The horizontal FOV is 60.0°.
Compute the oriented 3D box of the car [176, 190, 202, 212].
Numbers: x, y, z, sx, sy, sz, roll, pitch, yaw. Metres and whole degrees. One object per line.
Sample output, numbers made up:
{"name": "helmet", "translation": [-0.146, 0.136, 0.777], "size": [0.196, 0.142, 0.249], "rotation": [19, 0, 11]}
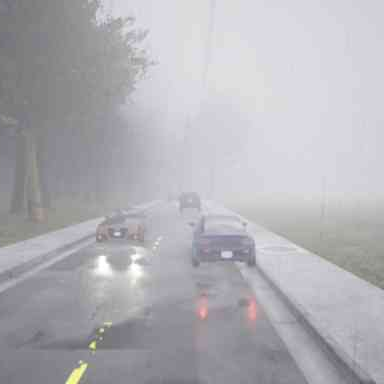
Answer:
{"name": "car", "translation": [-0.161, 0.951, 34.375], "size": [2.150, 2.045, 5.566], "rotation": [0, 1, 0]}

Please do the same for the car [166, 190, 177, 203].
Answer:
{"name": "car", "translation": [-3.171, 0.768, 57.372], "size": [2.150, 2.045, 5.566], "rotation": [0, 0, 0]}

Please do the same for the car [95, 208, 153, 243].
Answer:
{"name": "car", "translation": [-2.942, 1.443, 15.102], "size": [1.994, 1.385, 4.181], "rotation": [0, 0, 0]}

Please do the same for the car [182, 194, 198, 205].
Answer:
{"name": "car", "translation": [-0.271, 1.100, 49.254], "size": [2.128, 1.511, 4.902], "rotation": [0, 0, 0]}

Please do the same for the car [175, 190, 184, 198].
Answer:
{"name": "car", "translation": [-3.280, 0.567, 85.909], "size": [2.150, 2.045, 5.566], "rotation": [0, 0, 0]}

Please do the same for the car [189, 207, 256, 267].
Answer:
{"name": "car", "translation": [0.896, 1.438, 10.969], "size": [1.812, 1.442, 4.674], "rotation": [0, 0, 0]}
